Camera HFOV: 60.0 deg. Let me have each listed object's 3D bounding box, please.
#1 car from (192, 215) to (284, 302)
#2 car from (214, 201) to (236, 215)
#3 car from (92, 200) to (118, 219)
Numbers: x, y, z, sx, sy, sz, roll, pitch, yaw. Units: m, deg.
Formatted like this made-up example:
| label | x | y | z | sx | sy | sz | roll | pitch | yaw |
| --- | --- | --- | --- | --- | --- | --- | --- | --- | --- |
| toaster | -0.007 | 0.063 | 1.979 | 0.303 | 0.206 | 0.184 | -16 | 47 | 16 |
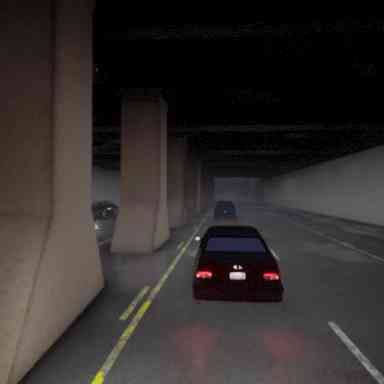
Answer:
| label | x | y | z | sx | sy | sz | roll | pitch | yaw |
| --- | --- | --- | --- | --- | --- | --- | --- | --- | --- |
| car | 1.019 | 1.566 | 8.512 | 2.033 | 1.411 | 5.357 | 0 | 0 | 5 |
| car | 3.034 | 1.539 | 30.854 | 1.882 | 1.535 | 5.008 | 0 | 0 | 5 |
| car | -7.899 | 1.482 | 28.747 | 2.128 | 1.511 | 4.902 | 0 | 0 | 5 |
